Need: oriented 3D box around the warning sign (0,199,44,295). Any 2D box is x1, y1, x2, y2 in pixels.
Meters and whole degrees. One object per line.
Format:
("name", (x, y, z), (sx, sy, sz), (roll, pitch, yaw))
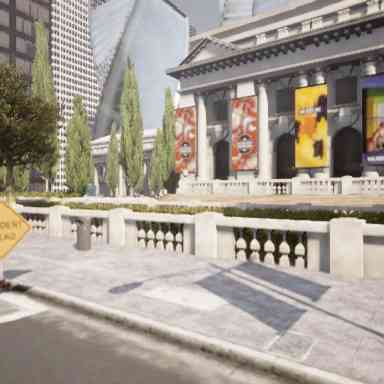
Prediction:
("warning sign", (-4.055, 1.088, 7.075), (1.060, 1.860, 1.300), (0, 0, 35))
